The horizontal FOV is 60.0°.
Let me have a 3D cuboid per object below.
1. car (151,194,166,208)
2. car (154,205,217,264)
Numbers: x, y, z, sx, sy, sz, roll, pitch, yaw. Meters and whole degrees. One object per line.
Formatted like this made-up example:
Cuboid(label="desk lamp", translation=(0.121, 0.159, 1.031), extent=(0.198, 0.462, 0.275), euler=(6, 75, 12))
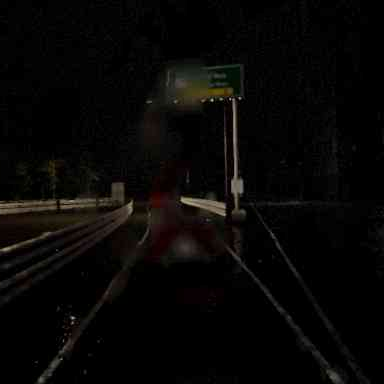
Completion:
Cuboid(label="car", translation=(-5.168, 1.309, 51.611), extent=(2.150, 2.045, 5.566), euler=(-1, 0, -7))
Cuboid(label="car", translation=(-0.290, 1.444, 11.828), extent=(1.882, 1.535, 5.008), euler=(-1, 0, -3))
